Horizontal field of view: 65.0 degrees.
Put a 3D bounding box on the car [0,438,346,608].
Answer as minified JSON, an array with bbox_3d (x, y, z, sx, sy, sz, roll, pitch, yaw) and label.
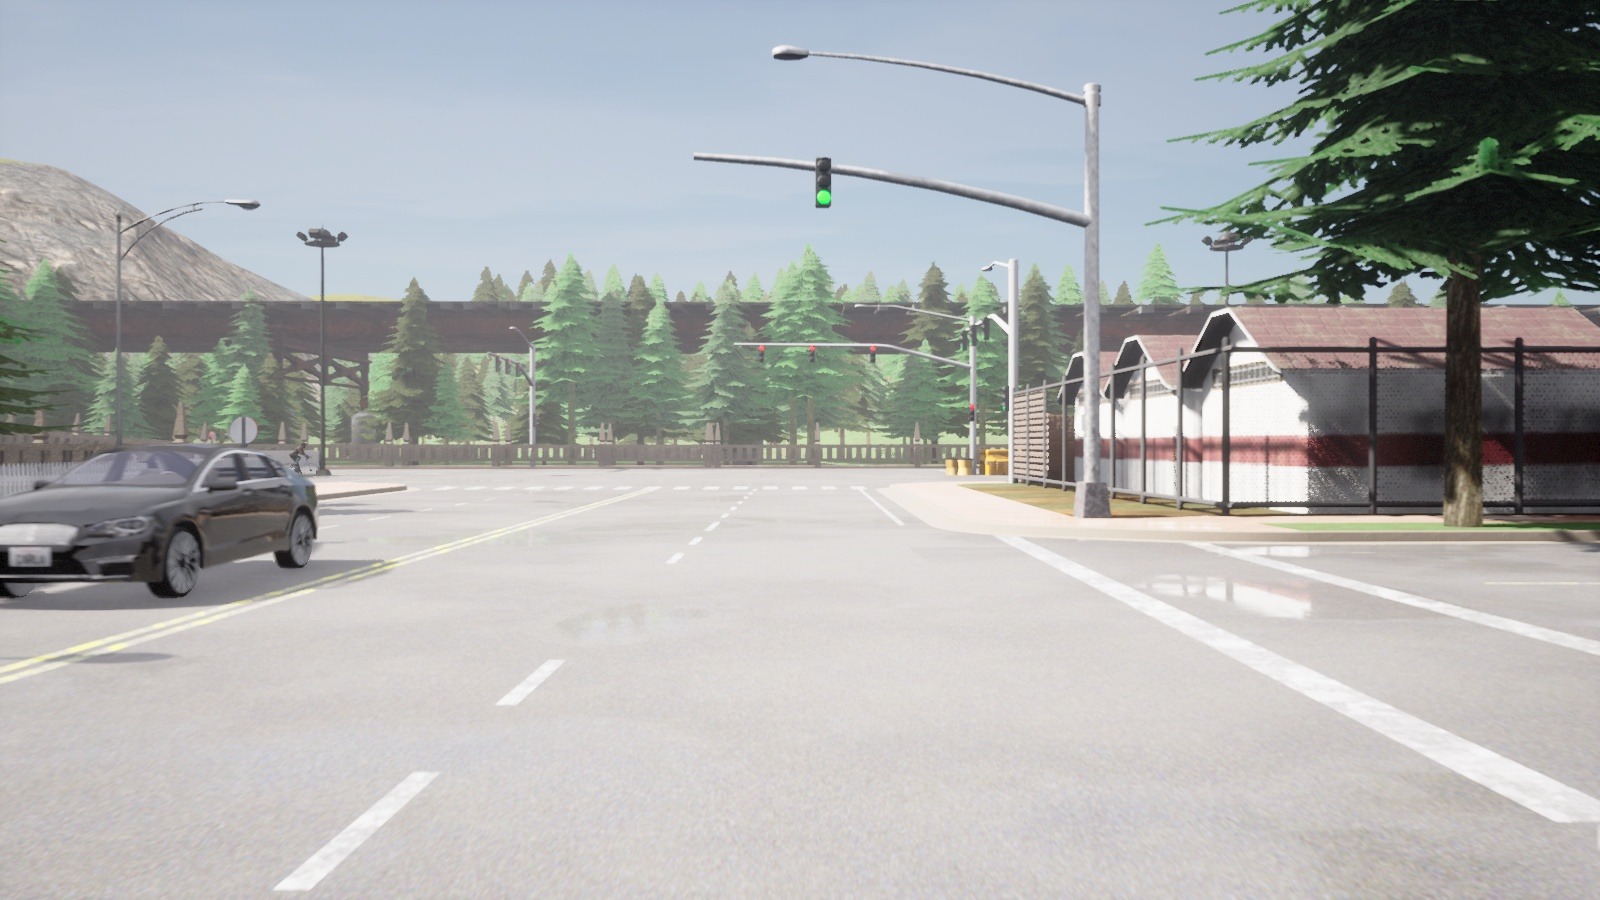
[{"bbox_3d":[-6.906,0.642,13.668,2.128,1.511,4.902,0,0,0],"label":"car"}]
